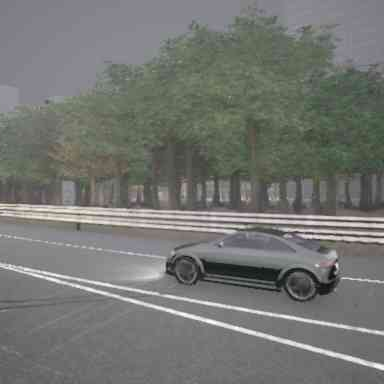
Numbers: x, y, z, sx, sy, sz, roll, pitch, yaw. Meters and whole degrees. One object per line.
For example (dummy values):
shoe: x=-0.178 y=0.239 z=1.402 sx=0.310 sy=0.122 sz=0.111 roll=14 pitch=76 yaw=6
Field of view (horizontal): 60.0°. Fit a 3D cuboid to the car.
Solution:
car: x=1.420 y=1.582 z=8.264 sx=4.181 sy=1.385 sz=1.994 roll=0 pitch=0 yaw=29
